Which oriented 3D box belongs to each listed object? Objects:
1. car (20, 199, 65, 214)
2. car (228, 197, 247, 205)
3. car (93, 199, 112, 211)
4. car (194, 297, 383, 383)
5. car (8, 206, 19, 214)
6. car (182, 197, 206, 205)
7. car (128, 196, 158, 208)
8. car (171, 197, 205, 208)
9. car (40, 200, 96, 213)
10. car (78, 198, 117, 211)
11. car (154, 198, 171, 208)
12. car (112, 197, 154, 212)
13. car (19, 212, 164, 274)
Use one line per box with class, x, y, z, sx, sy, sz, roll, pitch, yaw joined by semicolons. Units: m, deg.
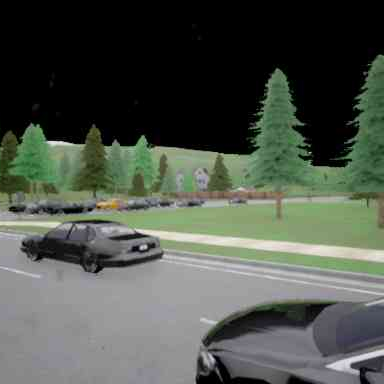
car;-15.757;1.531;36.455;2.097;1.767;4.553;0;0;36
car;8.756;1.665;63.756;2.128;1.511;4.902;0;0;37
car;-10.372;1.660;43.782;1.882;1.535;5.008;0;0;36
car;2.251;1.491;2.371;4.902;1.511;2.128;0;0;36
car;-18.553;1.798;38.559;1.895;1.301;4.718;0;0;36
car;0.448;1.754;64.297;2.033;1.411;5.357;0;0;36
car;-7.773;1.555;53.217;2.097;1.767;4.553;0;0;36
car;-0.426;1.660;51.396;2.128;1.511;4.902;0;0;36
car;-12.763;1.763;34.611;1.895;1.301;4.718;0;0;36
car;-13.035;1.691;46.066;2.128;1.511;4.902;0;0;36
car;-4.813;1.690;51.339;1.837;1.490;4.892;0;0;36
car;-7.351;1.690;41.954;1.812;1.442;4.674;0;0;36
car;-3.386;1.595;10.706;5.357;1.411;2.033;0;0;36
